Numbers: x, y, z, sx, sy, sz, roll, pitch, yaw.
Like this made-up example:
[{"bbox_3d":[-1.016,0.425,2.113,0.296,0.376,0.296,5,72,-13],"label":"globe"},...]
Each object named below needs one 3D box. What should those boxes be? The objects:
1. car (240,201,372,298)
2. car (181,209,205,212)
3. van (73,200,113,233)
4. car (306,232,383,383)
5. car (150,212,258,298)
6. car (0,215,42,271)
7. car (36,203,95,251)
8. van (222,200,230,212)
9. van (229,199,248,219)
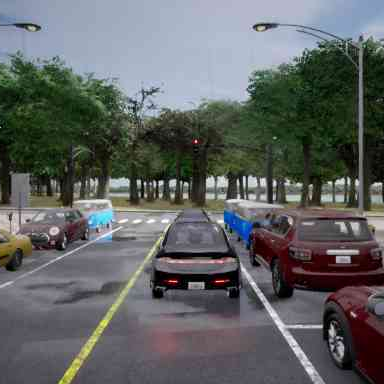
[{"bbox_3d":[2.755,1.315,8.450,2.192,1.841,5.009,0,0,0],"label":"car"},{"bbox_3d":[0.045,1.565,17.399,1.994,1.385,4.181,0,0,1],"label":"car"},{"bbox_3d":[-5.777,1.343,19.320,1.690,1.788,3.998,0,0,0],"label":"van"},{"bbox_3d":[2.759,1.440,3.012,1.967,1.590,4.097,0,0,0],"label":"car"},{"bbox_3d":[0.084,1.492,8.480,2.128,1.511,4.902,0,0,0],"label":"car"},{"bbox_3d":[-5.770,1.526,8.275,1.752,1.417,4.829,0,0,0],"label":"car"},{"bbox_3d":[-5.774,1.441,13.882,1.967,1.590,4.097,0,0,0],"label":"car"},{"bbox_3d":[2.748,1.343,19.325,1.690,1.788,3.998,0,0,0],"label":"van"},{"bbox_3d":[2.751,1.342,13.888,1.690,1.788,3.998,0,0,0],"label":"van"}]
